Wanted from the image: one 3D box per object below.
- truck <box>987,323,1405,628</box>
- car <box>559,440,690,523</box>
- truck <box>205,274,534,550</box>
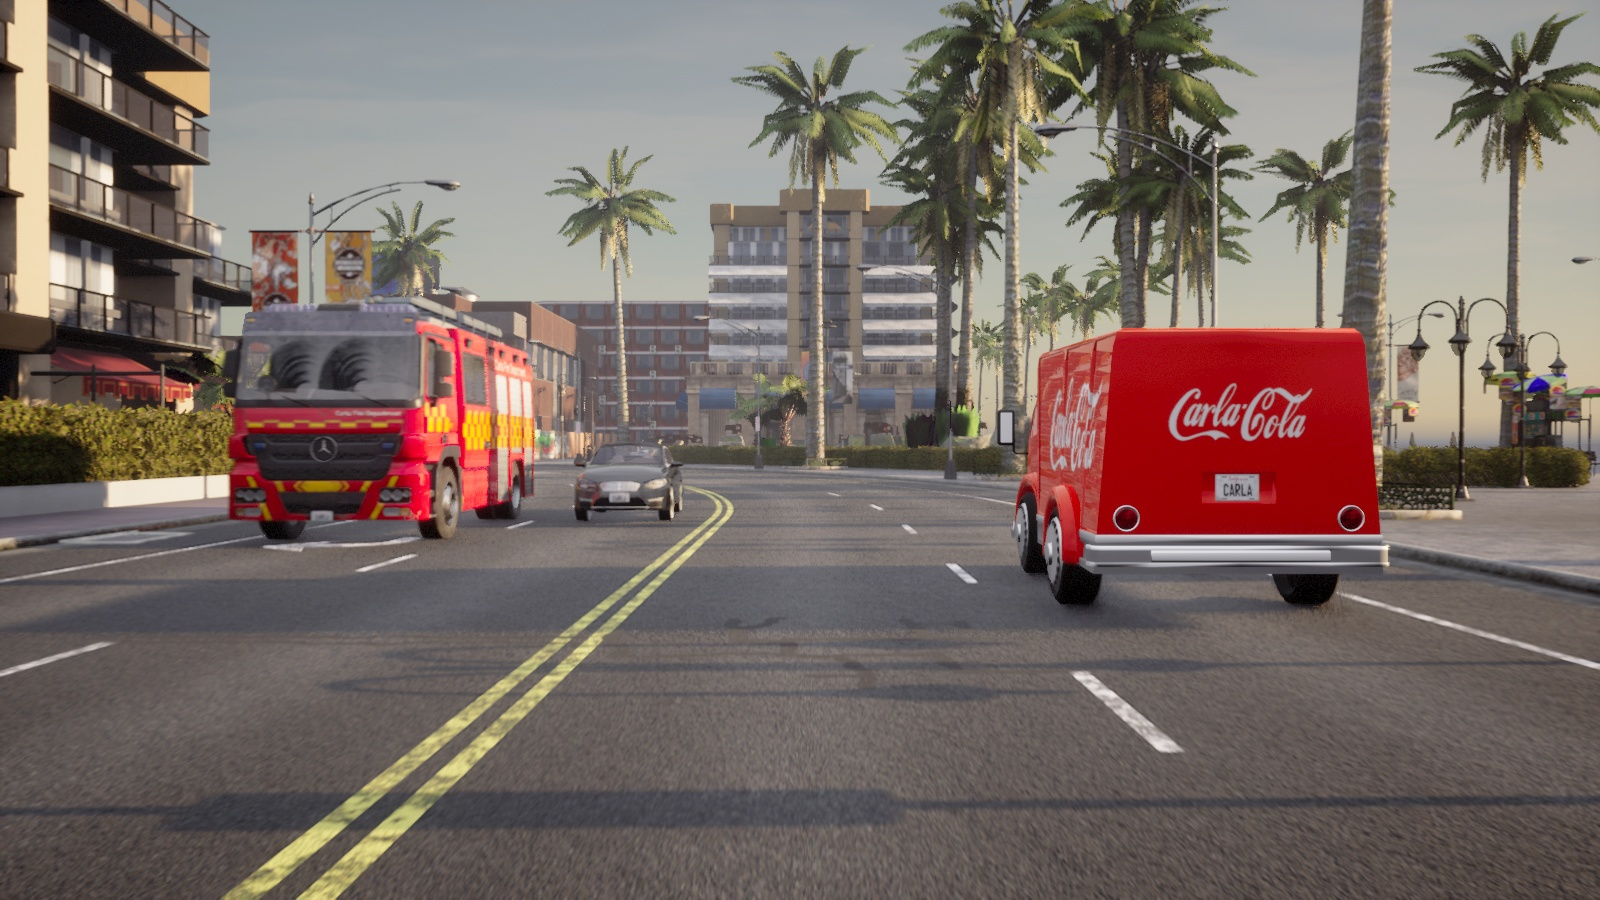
[{"bbox_3d":[3.587,0.191,12.761,2.627,2.467,5.204,0,0,0],"label":"truck"},{"bbox_3d":[-3.406,0.557,25.334,2.128,1.511,4.902,0,0,-2],"label":"car"},{"bbox_3d":[-6.858,-0.546,21.653,2.891,3.827,8.468,0,0,-1],"label":"truck"}]
